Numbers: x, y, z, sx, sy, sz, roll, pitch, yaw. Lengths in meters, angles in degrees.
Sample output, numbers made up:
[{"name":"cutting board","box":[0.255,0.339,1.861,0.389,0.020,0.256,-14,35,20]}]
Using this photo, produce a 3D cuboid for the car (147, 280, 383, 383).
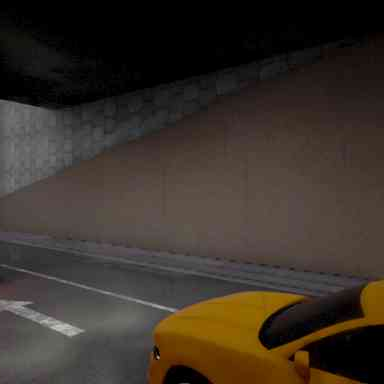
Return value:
[{"name":"car","box":[1.844,1.478,2.583,5.008,1.535,1.882,0,0,36]}]
